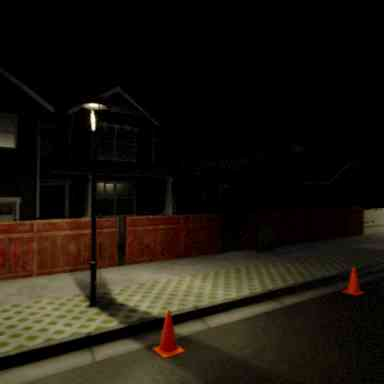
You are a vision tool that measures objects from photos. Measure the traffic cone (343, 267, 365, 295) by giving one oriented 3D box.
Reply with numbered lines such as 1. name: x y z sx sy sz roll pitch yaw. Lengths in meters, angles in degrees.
1. traffic cone: 3.739 2.024 7.682 0.340 0.580 0.340 1 0 -36

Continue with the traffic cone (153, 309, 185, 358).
1. traffic cone: -0.328 1.979 4.773 0.340 0.580 0.340 1 0 -36
